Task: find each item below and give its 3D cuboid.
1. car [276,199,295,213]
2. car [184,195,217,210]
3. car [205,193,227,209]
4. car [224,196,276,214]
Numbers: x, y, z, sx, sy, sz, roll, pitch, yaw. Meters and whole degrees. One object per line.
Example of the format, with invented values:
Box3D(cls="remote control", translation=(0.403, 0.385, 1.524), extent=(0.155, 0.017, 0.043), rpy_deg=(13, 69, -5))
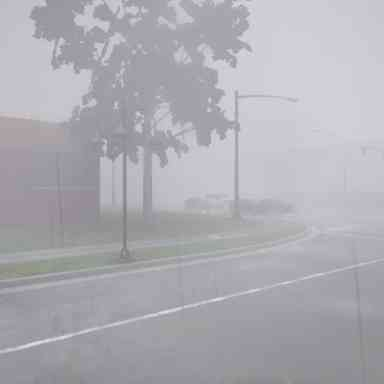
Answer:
Box3D(cls="car", translation=(9.086, 1.504, 36.801), extent=(1.837, 1.490, 4.892), rpy_deg=(0, 0, -34))
Box3D(cls="car", translation=(0.747, 1.504, 42.987), extent=(1.837, 1.490, 4.892), rpy_deg=(0, 0, -33))
Box3D(cls="car", translation=(3.616, 1.220, 45.002), extent=(2.150, 2.045, 5.566), rpy_deg=(0, 0, -34))
Box3D(cls="car", translation=(6.016, 1.477, 35.097), extent=(1.882, 1.535, 5.008), rpy_deg=(0, 0, -34))
